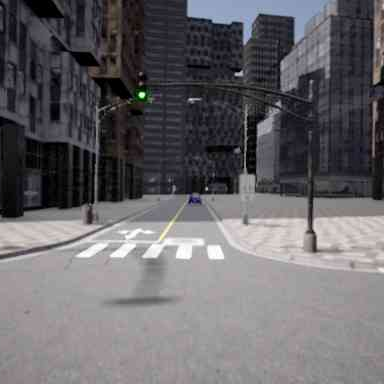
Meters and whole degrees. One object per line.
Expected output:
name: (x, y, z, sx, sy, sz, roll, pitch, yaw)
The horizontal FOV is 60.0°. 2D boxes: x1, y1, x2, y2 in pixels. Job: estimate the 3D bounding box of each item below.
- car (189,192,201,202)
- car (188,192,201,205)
car: (0.526, 0.846, 59.382, 2.097, 1.767, 4.553, 1, 0, 1)
car: (0.422, 1.056, 48.961, 1.882, 1.535, 5.008, 1, 0, 1)
